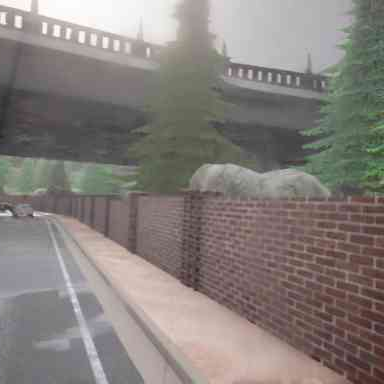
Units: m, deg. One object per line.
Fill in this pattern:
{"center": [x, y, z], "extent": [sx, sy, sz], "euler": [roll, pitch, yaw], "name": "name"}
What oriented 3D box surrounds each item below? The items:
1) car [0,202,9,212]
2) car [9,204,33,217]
{"center": [-26.314, 2.061, 45.947], "extent": [4.674, 1.442, 1.812], "euler": [1, -3, 42], "name": "car"}
{"center": [-19.179, 2.076, 37.709], "extent": [1.812, 1.442, 4.674], "euler": [4, -2, -33], "name": "car"}
